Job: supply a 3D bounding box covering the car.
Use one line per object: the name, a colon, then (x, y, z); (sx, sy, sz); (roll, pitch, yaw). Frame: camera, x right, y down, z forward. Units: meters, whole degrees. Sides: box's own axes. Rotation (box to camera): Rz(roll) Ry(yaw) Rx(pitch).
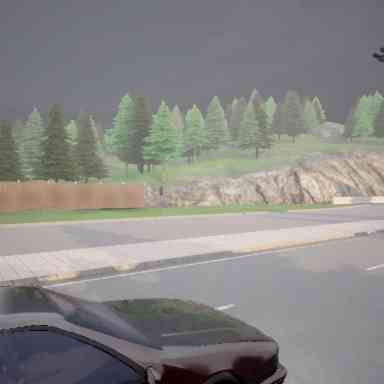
car: (-1.645, 1.547, 2.571); (5.357, 1.411, 2.033); (0, 0, -36)
